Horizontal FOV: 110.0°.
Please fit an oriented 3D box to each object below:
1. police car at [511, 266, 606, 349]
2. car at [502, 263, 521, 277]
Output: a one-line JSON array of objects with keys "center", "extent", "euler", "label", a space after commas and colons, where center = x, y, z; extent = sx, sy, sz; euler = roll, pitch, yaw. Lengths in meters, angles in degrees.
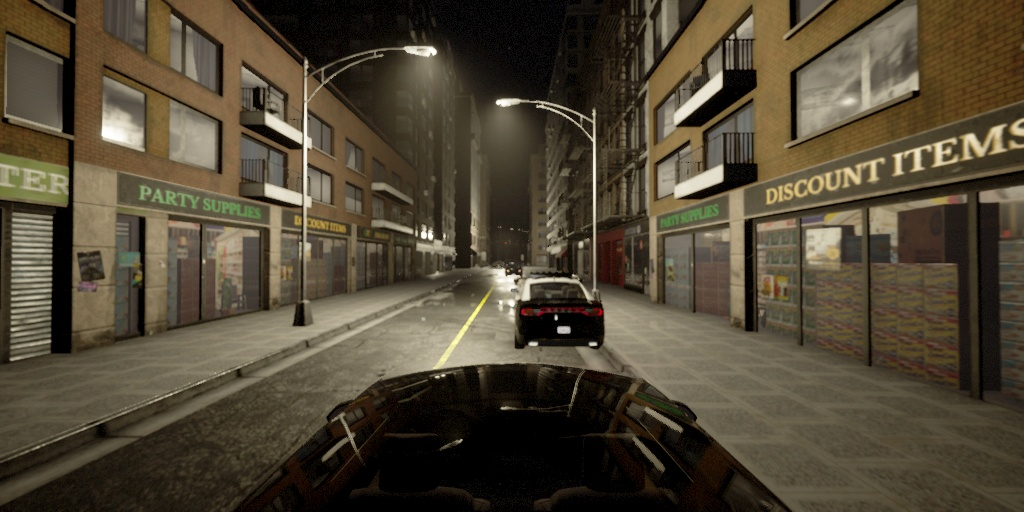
[{"center": [0.999, 1.221, 9.416], "extent": [1.930, 1.638, 5.238], "euler": [0, 0, 0], "label": "police car"}, {"center": [0.213, 1.586, 39.000], "extent": [1.895, 1.301, 4.718], "euler": [0, 0, 1], "label": "car"}]
